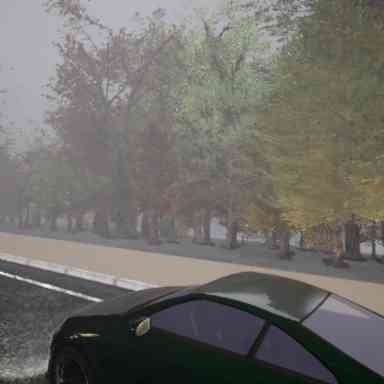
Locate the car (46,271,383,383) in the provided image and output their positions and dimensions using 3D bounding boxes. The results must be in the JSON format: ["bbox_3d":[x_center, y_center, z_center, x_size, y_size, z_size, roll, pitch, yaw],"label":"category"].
[{"bbox_3d":[0.376,1.570,3.404,4.181,1.385,1.994,-1,0,36],"label":"car"}]
